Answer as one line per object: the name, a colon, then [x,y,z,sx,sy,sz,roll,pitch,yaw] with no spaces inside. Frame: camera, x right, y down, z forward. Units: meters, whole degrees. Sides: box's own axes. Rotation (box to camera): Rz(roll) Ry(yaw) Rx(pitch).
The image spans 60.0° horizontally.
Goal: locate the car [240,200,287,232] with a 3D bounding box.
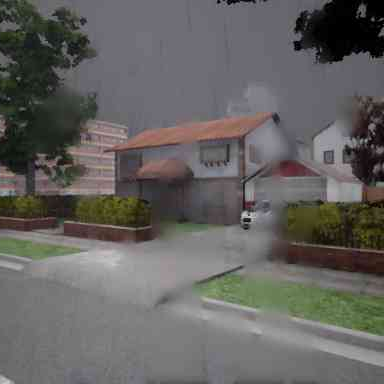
car: [4.085,1.168,17.390,1.970,1.475,3.806,0,0,36]
